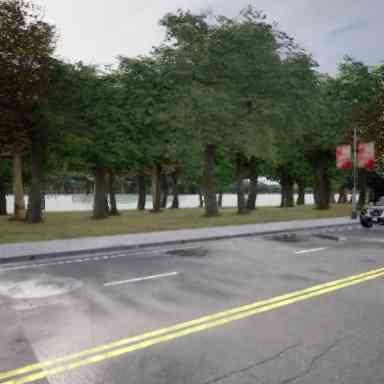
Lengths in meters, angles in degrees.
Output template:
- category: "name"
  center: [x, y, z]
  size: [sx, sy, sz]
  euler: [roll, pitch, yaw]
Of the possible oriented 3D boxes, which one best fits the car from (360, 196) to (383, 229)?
- category: "car"
  center: [12.814, 1.240, 20.881]
  size: [5.566, 2.045, 2.150]
  euler: [0, 0, -36]
